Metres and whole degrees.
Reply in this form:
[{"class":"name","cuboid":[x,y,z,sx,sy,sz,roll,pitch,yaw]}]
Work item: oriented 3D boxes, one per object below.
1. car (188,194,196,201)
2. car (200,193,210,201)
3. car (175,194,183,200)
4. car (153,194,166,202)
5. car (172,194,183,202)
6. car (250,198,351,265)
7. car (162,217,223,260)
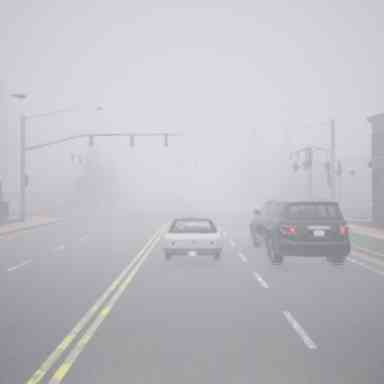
[{"class":"car","cuboid":[-0.023,1.464,86.501,1.812,1.442,4.674,0,0,0]},{"class":"car","cuboid":[3.477,1.166,86.158,2.150,2.045,5.566,0,0,0]},{"class":"car","cuboid":[-3.524,1.432,90.951,1.837,1.490,4.892,0,0,0]},{"class":"car","cuboid":[-7.020,1.497,75.242,2.033,1.411,5.357,0,0,0]},{"class":"car","cuboid":[-3.520,1.509,75.238,1.994,1.385,4.181,0,0,0]},{"class":"car","cuboid":[3.532,1.216,11.853,2.150,2.045,5.566,0,0,1]},{"class":"car","cuboid":[0.036,1.594,12.406,1.895,1.301,4.718,0,0,0]}]
